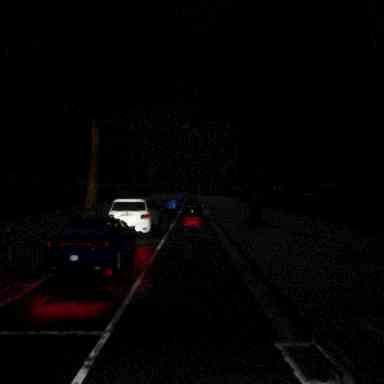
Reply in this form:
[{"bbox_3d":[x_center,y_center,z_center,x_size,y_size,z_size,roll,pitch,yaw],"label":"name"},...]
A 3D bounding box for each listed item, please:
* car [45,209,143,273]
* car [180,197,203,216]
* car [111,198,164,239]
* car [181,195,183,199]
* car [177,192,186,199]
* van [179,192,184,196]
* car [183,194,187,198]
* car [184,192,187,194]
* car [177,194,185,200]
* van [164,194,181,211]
[{"bbox_3d":[-3.019,1.540,10.997,1.882,1.535,5.008,0,0,0],"label":"car"},{"bbox_3d":[0.048,1.586,33.889,1.837,1.490,4.892,0,0,1],"label":"car"},{"bbox_3d":[-2.988,1.313,18.028,2.150,2.045,5.566,0,0,0],"label":"car"},{"bbox_3d":[-2.647,1.554,46.937,2.008,1.369,4.403,1,0,0],"label":"car"},{"bbox_3d":[-2.655,0.961,85.720,1.967,1.590,4.097,1,1,0],"label":"car"},{"bbox_3d":[-2.644,1.289,52.480,1.690,1.788,3.998,1,1,0],"label":"van"},{"bbox_3d":[0.025,1.499,48.003,1.837,1.490,4.892,0,1,1],"label":"car"},{"bbox_3d":[-2.651,1.216,74.643,1.947,1.339,4.313,1,1,0],"label":"car"},{"bbox_3d":[-2.655,1.164,80.183,1.802,1.307,4.206,1,1,0],"label":"car"},{"bbox_3d":[-2.645,1.386,41.390,1.690,1.788,3.998,0,0,0],"label":"van"}]
